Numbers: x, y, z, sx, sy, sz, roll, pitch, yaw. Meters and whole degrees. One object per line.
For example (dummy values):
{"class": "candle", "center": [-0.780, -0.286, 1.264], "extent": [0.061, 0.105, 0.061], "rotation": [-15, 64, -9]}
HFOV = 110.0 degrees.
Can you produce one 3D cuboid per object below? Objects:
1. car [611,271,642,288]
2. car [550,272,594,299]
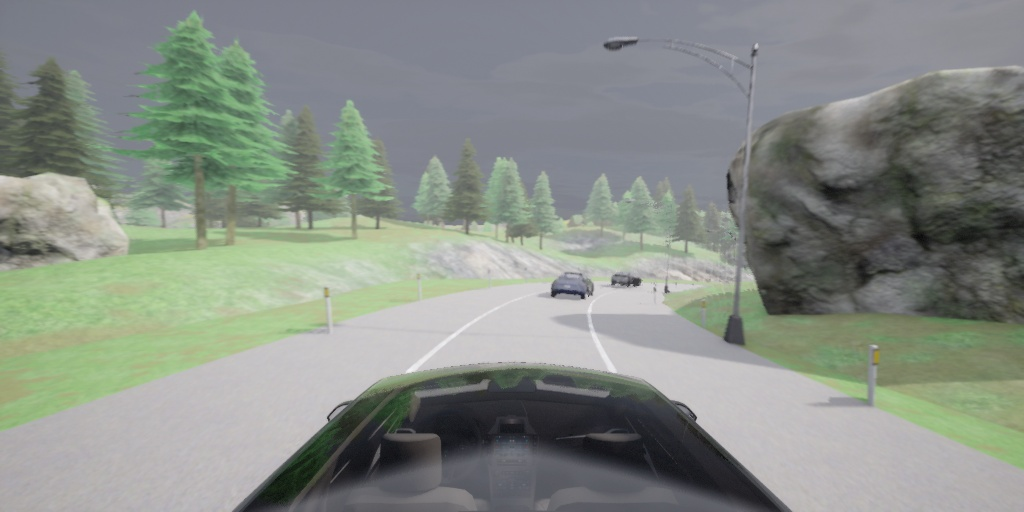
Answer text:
{"class": "car", "center": [11.262, 2.295, 35.148], "extent": [2.128, 1.511, 4.902], "rotation": [5, -1, 36]}
{"class": "car", "center": [3.572, 1.622, 20.771], "extent": [1.994, 1.385, 4.181], "rotation": [3, -1, 20]}
